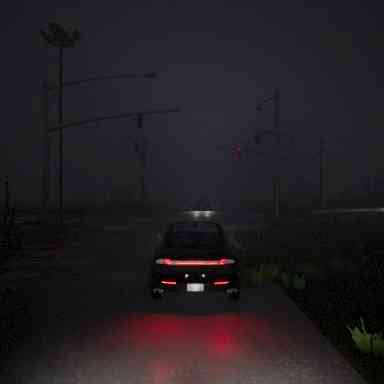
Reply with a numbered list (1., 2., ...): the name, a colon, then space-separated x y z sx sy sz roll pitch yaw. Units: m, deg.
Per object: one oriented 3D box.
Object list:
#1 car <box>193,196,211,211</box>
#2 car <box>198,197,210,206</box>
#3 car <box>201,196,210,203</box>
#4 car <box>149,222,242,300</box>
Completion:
1. car: 1.222 1.529 39.159 1.994 1.385 4.181 0 0 3
2. car: 1.987 1.491 54.064 1.812 1.442 4.674 0 0 3
3. car: 2.832 1.489 69.077 1.812 1.442 4.674 0 0 3
4. car: 0.078 1.492 8.364 2.128 1.511 4.902 0 0 0
